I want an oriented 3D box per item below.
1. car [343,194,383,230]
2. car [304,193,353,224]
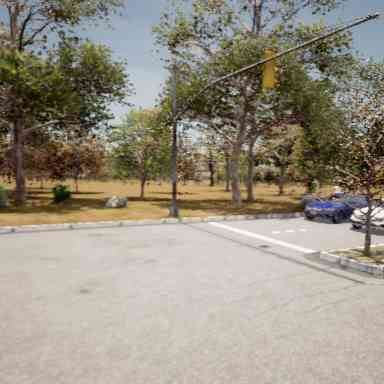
[{"bbox_3d":[9.257,1.005,15.112,4.674,1.442,1.812,0,4,-31],"label":"car"},{"bbox_3d":[8.177,0.789,17.911,4.674,1.442,1.812,0,4,-29],"label":"car"}]
